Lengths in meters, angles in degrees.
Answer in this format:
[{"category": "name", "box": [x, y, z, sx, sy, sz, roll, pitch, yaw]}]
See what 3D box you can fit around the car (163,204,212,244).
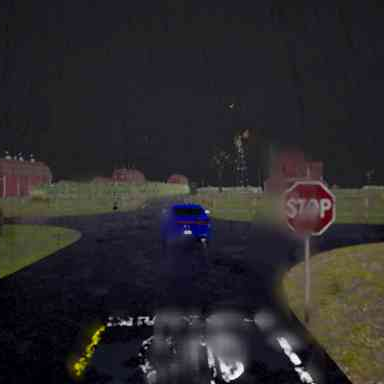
[{"category": "car", "box": [-0.238, 1.276, 14.670, 1.882, 1.535, 5.008, -1, 1, -2]}]
